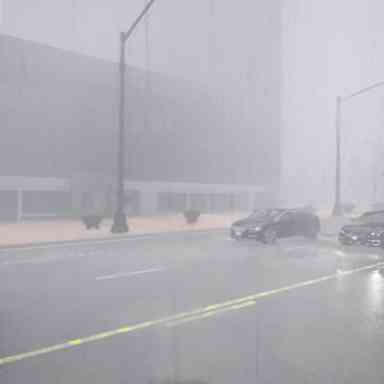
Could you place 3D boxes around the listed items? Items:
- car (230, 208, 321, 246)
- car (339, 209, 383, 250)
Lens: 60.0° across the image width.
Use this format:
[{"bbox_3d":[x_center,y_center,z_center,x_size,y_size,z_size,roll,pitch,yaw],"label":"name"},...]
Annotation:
[{"bbox_3d":[3.944,1.492,15.381,4.902,1.511,2.128,0,0,-35],"label":"car"},{"bbox_3d":[8.164,1.509,14.084,4.892,1.490,1.837,0,0,-35],"label":"car"}]
